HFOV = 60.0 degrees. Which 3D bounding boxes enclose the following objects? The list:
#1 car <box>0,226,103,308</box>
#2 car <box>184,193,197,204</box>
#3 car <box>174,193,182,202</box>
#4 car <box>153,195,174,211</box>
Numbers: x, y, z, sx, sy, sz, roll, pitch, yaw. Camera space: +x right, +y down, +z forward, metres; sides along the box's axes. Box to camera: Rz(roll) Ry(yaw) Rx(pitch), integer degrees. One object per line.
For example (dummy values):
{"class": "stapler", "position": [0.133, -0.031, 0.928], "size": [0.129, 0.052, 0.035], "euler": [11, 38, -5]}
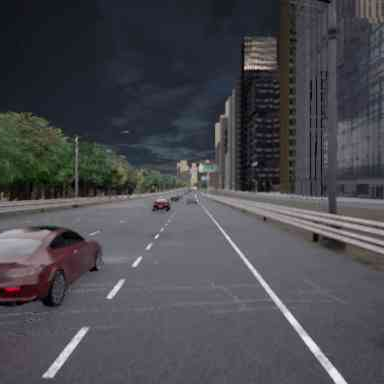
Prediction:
{"class": "car", "position": [-3.498, 1.516, 7.784], "size": [1.812, 1.442, 4.674], "euler": [0, 0, 0]}
{"class": "car", "position": [-0.056, 1.493, 63.116], "size": [2.033, 1.411, 5.357], "euler": [0, 0, 0]}
{"class": "car", "position": [-3.720, 1.434, 73.257], "size": [1.837, 1.490, 4.892], "euler": [0, 0, 0]}
{"class": "car", "position": [-3.552, 1.445, 39.747], "size": [1.882, 1.535, 5.008], "euler": [0, 0, 0]}
